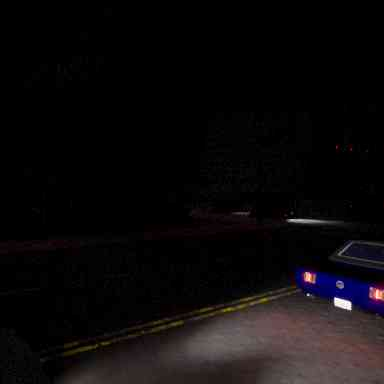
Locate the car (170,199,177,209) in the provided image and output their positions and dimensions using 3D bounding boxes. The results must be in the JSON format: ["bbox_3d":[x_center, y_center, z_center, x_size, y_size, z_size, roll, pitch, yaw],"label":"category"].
[{"bbox_3d":[-3.481,1.547,43.077,2.033,1.411,5.357,0,0,-36],"label":"car"}]

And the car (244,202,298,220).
[{"bbox_3d":[6.926,1.564,28.584,1.994,1.385,4.181,0,0,-36],"label":"car"}]

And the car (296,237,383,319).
[{"bbox_3d":[4.368,1.601,6.885,4.718,1.301,1.895,0,0,-35],"label":"car"}]

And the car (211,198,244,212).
[{"bbox_3d":[4.208,1.504,38.346,1.837,1.490,4.892,0,0,-36],"label":"car"}]

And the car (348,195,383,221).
[{"bbox_3d":[14.969,1.224,25.454,5.566,2.045,2.150,0,0,37],"label":"car"}]

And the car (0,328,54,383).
[{"bbox_3d":[-3.115,1.601,1.530,4.718,1.301,1.895,0,0,-35],"label":"car"}]
